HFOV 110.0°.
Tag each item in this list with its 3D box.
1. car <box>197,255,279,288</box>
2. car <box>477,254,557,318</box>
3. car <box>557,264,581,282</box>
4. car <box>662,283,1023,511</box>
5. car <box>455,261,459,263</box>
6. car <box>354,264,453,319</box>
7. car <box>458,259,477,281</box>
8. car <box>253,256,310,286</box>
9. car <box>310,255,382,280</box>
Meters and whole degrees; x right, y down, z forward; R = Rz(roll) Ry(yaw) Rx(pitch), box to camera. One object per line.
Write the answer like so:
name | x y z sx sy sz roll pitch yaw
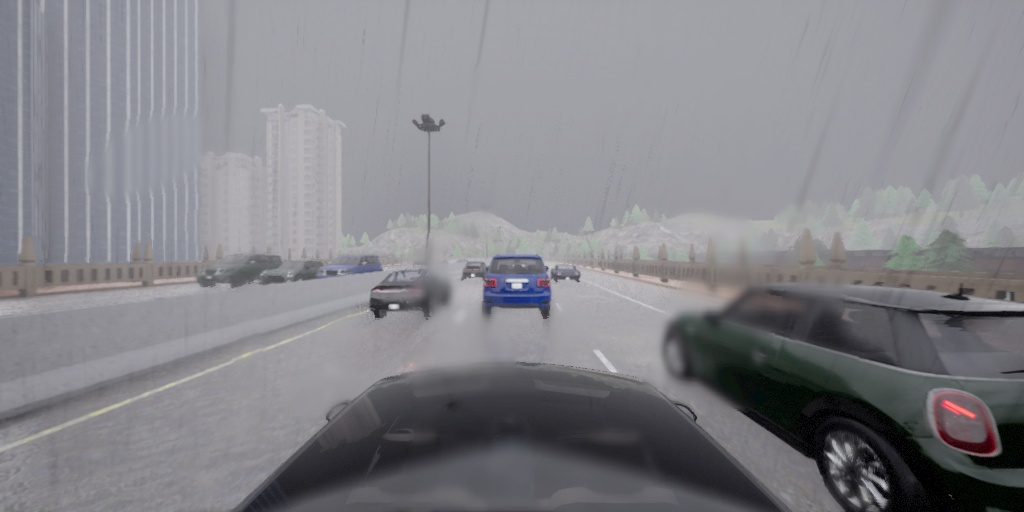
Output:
car | -17.272 0.925 23.357 2.150 2.045 5.566 0 0 2
car | 0.193 0.947 13.068 2.150 2.045 5.566 0 0 1
car | 4.067 1.295 27.910 1.895 1.301 4.718 0 0 2
car | 3.601 1.096 4.290 2.097 1.767 4.553 0 0 0
car | -8.995 1.166 64.222 2.033 1.411 5.357 0 0 2
car | -3.311 1.218 12.595 2.128 1.511 4.902 0 0 1
car | -2.888 1.195 29.562 1.837 1.490 4.892 0 0 2
car | -13.779 1.056 23.026 2.097 1.767 4.553 0 0 2
car | -10.274 0.925 23.240 2.150 2.045 5.566 0 0 2
